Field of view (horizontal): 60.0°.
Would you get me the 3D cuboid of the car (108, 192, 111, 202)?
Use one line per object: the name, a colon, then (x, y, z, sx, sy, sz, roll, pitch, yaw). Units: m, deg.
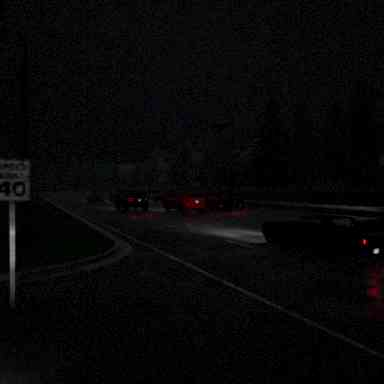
car: (-11.446, 0.629, 51.928, 2.150, 2.045, 5.566, 0, 1, -27)

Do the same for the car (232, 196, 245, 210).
car: (3.961, 1.128, 36.909, 2.128, 1.511, 4.902, 0, 1, -27)

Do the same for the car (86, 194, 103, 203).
car: (-15.100, 0.960, 51.404, 1.994, 1.385, 4.181, 0, 1, -27)

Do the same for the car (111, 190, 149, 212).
car: (-6.155, 0.844, 33.629, 2.150, 2.045, 5.566, 0, 1, -27)

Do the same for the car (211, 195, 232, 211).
car: (1.645, 1.136, 33.727, 1.882, 1.535, 5.008, 0, 1, -27)

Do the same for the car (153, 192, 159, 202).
car: (-4.815, 0.766, 54.325, 2.097, 1.767, 4.553, 0, 1, -27)

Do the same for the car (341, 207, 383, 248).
car: (8.323, 1.433, 12.695, 1.812, 1.442, 4.674, 0, 1, -27)

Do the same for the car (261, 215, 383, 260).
car: (4.657, 1.496, 12.194, 1.895, 1.301, 4.718, 0, 1, -27)

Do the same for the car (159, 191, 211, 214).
car: (-0.776, 0.899, 30.755, 2.150, 2.045, 5.566, 0, 1, -27)

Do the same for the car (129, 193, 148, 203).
car: (-8.765, 0.959, 54.386, 1.994, 1.385, 4.181, 0, 1, -27)
